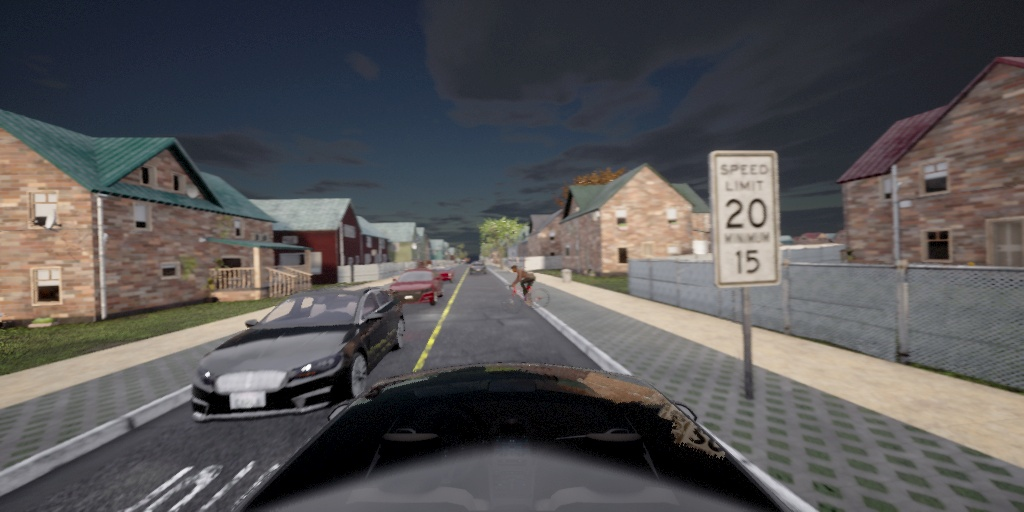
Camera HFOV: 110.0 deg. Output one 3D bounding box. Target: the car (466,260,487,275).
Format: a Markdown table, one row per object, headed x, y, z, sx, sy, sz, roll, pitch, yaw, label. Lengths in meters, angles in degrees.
| x | y | z | sx | sy | sz | roll | pitch | yaw | label |
| --- | --- | --- | --- | --- | --- | --- | --- | --- | --- |
| -3.893 | 1.306 | 41.027 | 2.128 | 1.511 | 4.902 | -2 | 0 | -6 | car |

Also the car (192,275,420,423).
| x | y | z | sx | sy | sz | roll | pitch | yaw | label |
| --- | --- | --- | --- | --- | --- | --- | --- | --- | --- |
| -3.203 | 1.340 | 6.427 | 2.128 | 1.511 | 4.902 | -2 | 0 | -6 | car |

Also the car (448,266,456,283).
| x | y | z | sx | sy | sz | roll | pitch | yaw | label |
| --- | --- | --- | --- | --- | --- | --- | --- | --- | --- |
| -5.532 | 1.476 | 28.672 | 1.895 | 1.301 | 4.718 | -2 | 0 | -6 | car |

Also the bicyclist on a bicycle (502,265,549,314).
| x | y | z | sx | sy | sz | roll | pitch | yaw | label |
| --- | --- | --- | --- | --- | --- | --- | --- | --- | --- |
| 0.371 | 1.072 | 12.045 | 1.656 | 1.620 | 0.582 | -11 | 1 | -6 | bicyclist on a bicycle |

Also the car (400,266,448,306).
| x | y | z | sx | sy | sz | roll | pitch | yaw | label |
| --- | --- | --- | --- | --- | --- | --- | --- | --- | --- |
| -4.269 | 1.334 | 16.468 | 1.882 | 1.535 | 5.008 | -2 | 0 | -6 | car |
